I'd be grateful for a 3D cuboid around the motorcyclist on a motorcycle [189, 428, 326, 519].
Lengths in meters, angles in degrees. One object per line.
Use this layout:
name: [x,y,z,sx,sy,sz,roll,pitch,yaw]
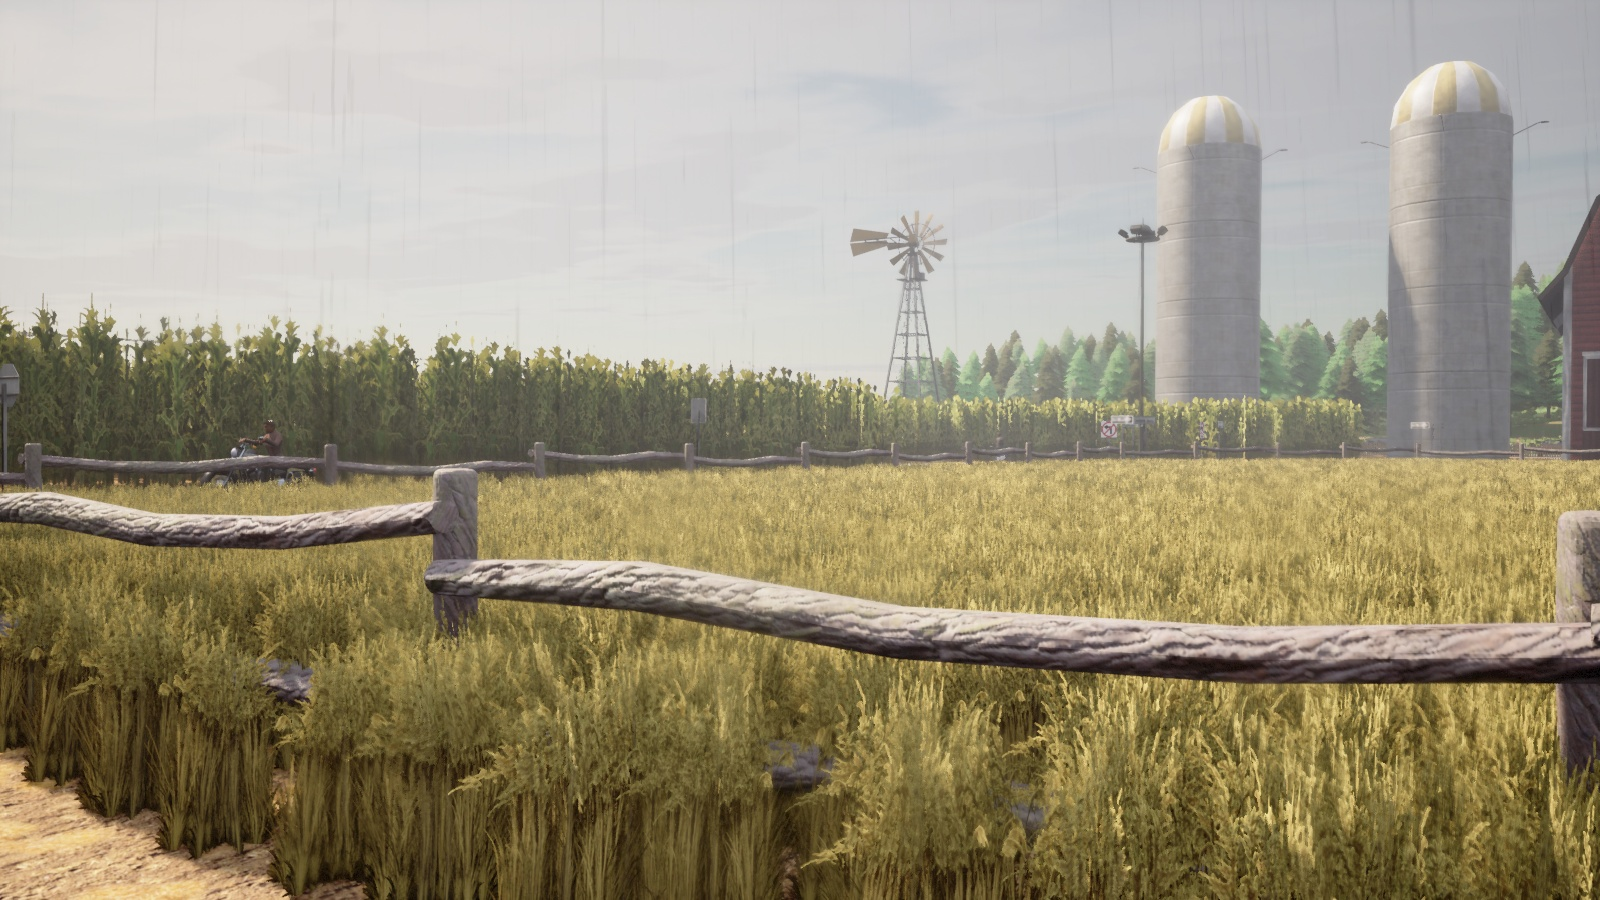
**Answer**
motorcyclist on a motorcycle: [-10.309,0.410,23.960,0.766,1.649,2.350,0,0,34]
